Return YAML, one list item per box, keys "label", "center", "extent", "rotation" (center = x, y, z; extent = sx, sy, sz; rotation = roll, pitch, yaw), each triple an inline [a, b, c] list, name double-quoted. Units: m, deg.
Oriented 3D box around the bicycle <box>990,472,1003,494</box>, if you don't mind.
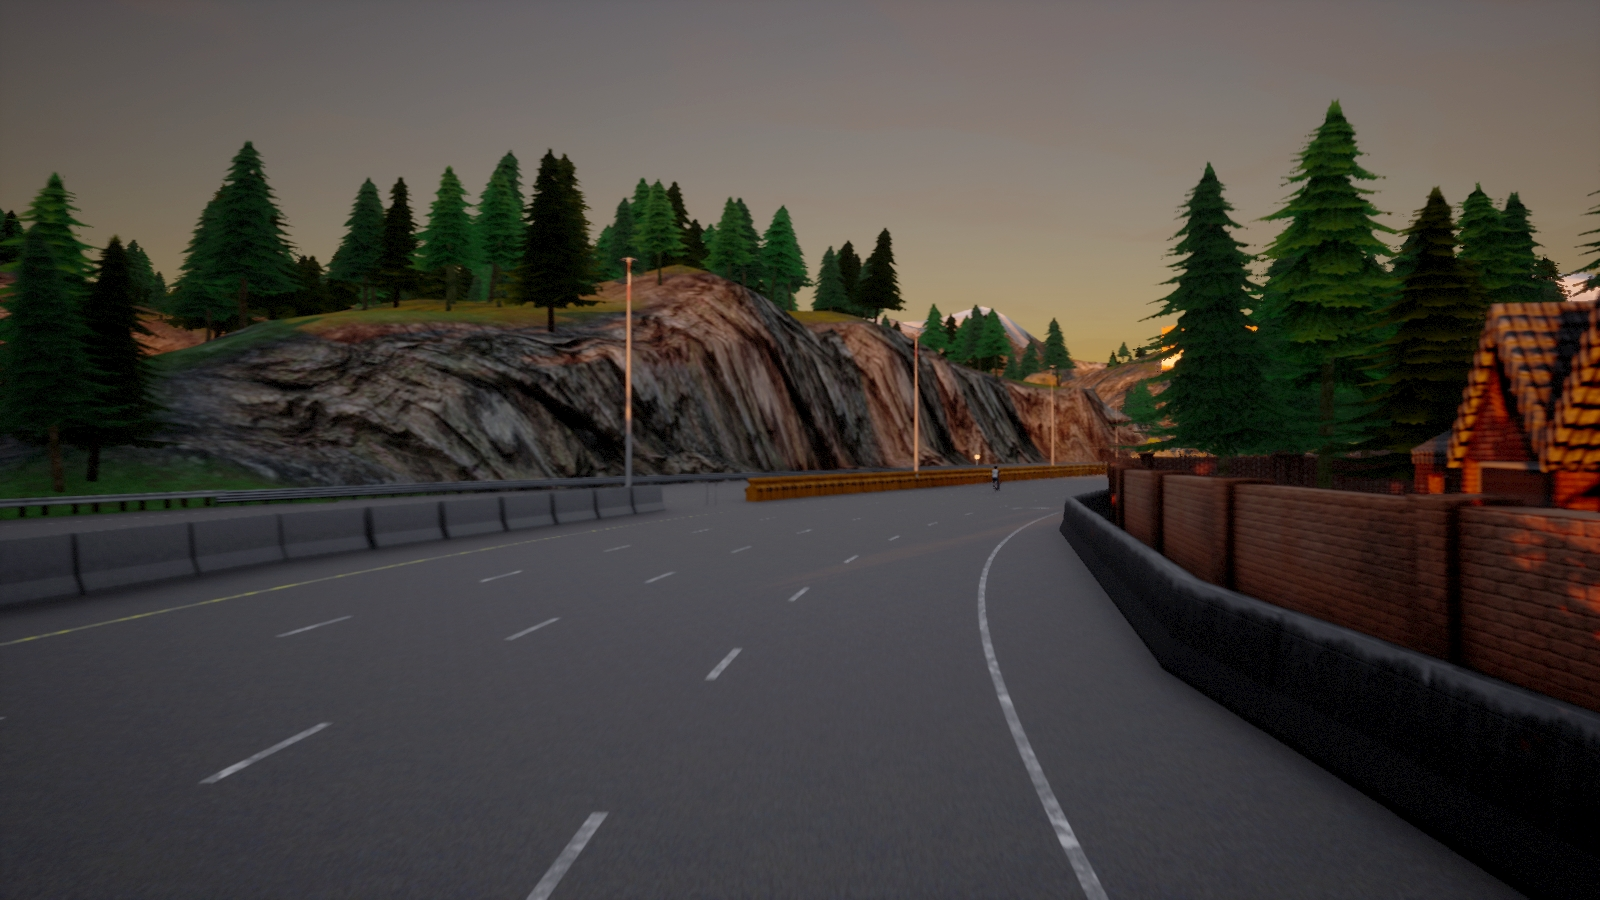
- label: "bicycle"
  center: [12.737, 2.120, 74.107]
  extent: [0.373, 1.414, 1.643]
  rotation: [0, -1, 27]
